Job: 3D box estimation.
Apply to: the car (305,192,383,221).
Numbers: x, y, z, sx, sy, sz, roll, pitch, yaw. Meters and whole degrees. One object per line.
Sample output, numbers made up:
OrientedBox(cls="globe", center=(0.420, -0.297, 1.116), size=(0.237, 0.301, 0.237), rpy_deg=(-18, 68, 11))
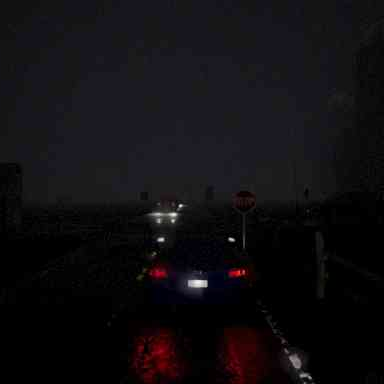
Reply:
OrientedBox(cls="car", center=(11.330, 1.025, 24.565), size=(5.566, 2.045, 2.150), rpy_deg=(-1, 1, 0))

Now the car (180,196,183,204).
OrientedBox(cls="car", center=(-2.809, 1.582, 48.965), size=(2.033, 1.411, 5.357), rpy_deg=(0, 0, 0))

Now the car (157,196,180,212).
OrientedBox(cls="car", center=(-2.822, 1.374, 38.696), size=(2.097, 1.767, 4.553), rpy_deg=(0, 0, 0))

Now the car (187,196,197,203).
OrientedBox(cls="car", center=(0.051, 1.612, 68.953), size=(2.033, 1.411, 5.357), rpy_deg=(0, 0, 0))

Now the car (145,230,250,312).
OrientedBox(cls="car", center=(0.104, 1.565, 7.799), size=(1.994, 1.385, 4.181), rpy_deg=(0, 0, 0))

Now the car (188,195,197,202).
OrientedBox(cls="car", center=(0.058, 1.521, 79.378), size=(1.994, 1.385, 4.181), rpy_deg=(0, 0, 0))

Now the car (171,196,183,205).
OrientedBox(cls="car", center=(-2.764, 1.545, 62.764), size=(2.128, 1.511, 4.902), rpy_deg=(0, 0, 0))
